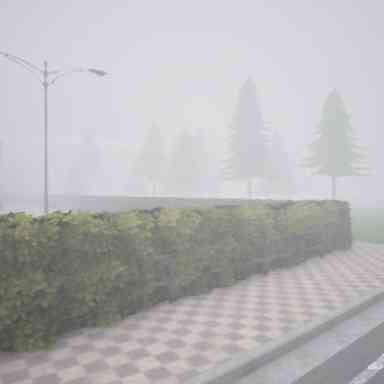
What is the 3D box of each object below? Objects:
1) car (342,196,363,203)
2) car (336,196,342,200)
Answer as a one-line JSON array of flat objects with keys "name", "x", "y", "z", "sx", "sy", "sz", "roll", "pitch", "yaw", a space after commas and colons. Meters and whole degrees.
[{"name": "car", "x": 32.642, "y": 1.543, "z": 67.181, "sx": 1.895, "sy": 1.301, "sz": 4.718, "roll": 0, "pitch": 0, "yaw": 7}, {"name": "car", "x": 33.920, "y": 1.482, "z": 77.076, "sx": 1.895, "sy": 1.301, "sz": 4.718, "roll": 0, "pitch": 0, "yaw": 7}]
